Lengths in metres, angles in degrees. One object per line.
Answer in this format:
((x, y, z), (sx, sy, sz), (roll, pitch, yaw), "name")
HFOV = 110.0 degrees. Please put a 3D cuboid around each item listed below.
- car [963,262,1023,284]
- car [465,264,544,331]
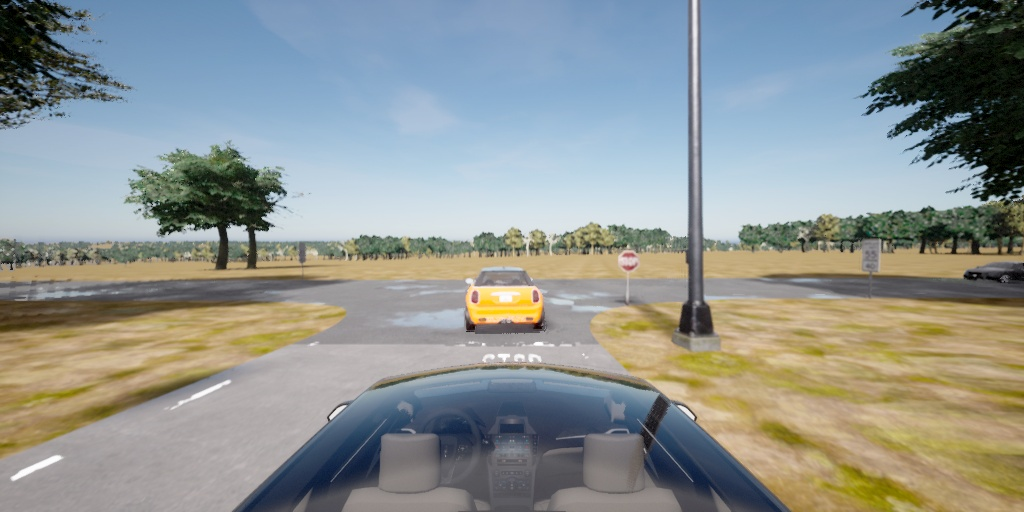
((35.465, 1.146, 25.721), (4.892, 1.490, 1.837), (0, 2, -3), "car")
((-0.379, 1.111, 11.254), (2.097, 1.767, 4.553), (0, 0, -6), "car")
